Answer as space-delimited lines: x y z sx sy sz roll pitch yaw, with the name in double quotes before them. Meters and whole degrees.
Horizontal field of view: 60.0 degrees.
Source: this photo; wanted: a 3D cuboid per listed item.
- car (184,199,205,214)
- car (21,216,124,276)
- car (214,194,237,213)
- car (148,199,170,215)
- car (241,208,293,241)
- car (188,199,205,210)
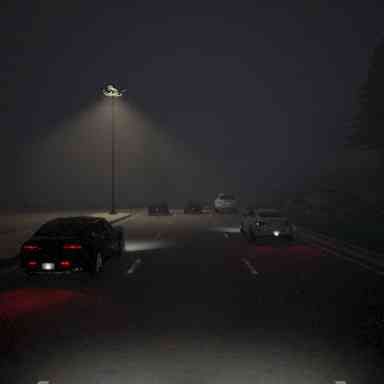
"car" 0.148 1.526 35.379 1.812 1.442 4.674 0 0 1
"car" -3.397 1.504 10.287 1.837 1.490 4.892 0 0 0
"car" 3.669 1.220 36.762 2.150 2.045 5.566 0 0 1
"car" -3.362 1.490 34.359 2.128 1.511 4.902 0 0 1
"car" 3.603 1.525 16.501 1.812 1.442 4.674 0 0 0
"car" 0.650 1.601 44.533 1.895 1.301 4.718 0 0 6
